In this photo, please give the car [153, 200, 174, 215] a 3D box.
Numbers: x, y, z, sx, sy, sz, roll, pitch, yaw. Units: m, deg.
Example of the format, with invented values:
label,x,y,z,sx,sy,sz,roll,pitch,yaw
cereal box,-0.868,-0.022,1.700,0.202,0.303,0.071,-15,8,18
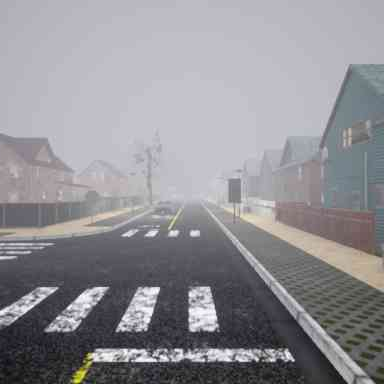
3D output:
label,x,y,z,sx,sy,sz,roll,pitch,yaw
car,-2.796,1.553,34.050,2.033,1.411,5.357,0,0,0
